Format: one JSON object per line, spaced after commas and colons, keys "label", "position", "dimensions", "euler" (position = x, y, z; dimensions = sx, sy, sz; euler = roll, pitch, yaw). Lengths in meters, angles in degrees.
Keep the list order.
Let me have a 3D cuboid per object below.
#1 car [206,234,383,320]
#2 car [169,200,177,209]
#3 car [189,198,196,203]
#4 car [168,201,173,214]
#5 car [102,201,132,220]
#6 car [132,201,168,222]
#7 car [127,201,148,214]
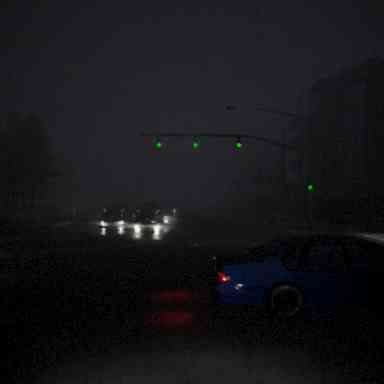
{"label": "car", "position": [3.002, 1.620, 6.898], "dimensions": [5.357, 1.411, 2.033], "euler": [0, -1, -1]}
{"label": "car", "position": [-3.487, 2.130, 55.146], "dimensions": [1.812, 1.442, 4.674], "euler": [0, -1, 0]}
{"label": "car", "position": [0.022, 2.391, 93.394], "dimensions": [1.812, 1.442, 4.674], "euler": [0, -1, 0]}
{"label": "car", "position": [-3.585, 2.000, 38.788], "dimensions": [1.895, 1.301, 4.718], "euler": [0, -1, 0]}
{"label": "car", "position": [-7.091, 1.681, 31.925], "dimensions": [2.097, 1.767, 4.553], "euler": [0, -1, 0]}
{"label": "car", "position": [-3.592, 1.651, 29.022], "dimensions": [2.097, 1.767, 4.553], "euler": [0, -1, 0]}
{"label": "car", "position": [-7.074, 1.923, 43.339], "dimensions": [1.882, 1.535, 5.008], "euler": [0, -1, 0]}
